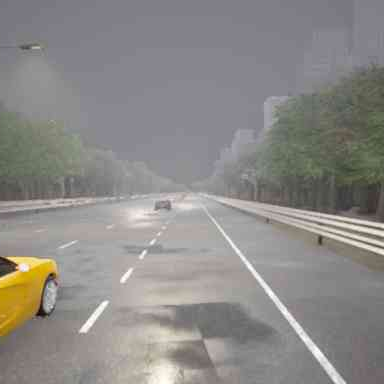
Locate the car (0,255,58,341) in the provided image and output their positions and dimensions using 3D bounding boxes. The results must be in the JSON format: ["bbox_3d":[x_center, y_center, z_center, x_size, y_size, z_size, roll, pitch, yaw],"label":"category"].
[{"bbox_3d":[-3.499,1.470,4.433,1.882,1.535,5.008,0,0,0],"label":"car"}]

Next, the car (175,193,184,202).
[{"bbox_3d":[-3.567,1.543,81.219,1.882,1.535,5.008,0,0,0],"label":"car"}]

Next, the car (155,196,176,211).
[{"bbox_3d":[-3.534,1.512,41.564,2.128,1.511,4.902,0,0,0],"label":"car"}]
